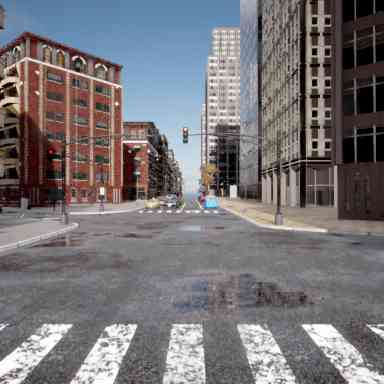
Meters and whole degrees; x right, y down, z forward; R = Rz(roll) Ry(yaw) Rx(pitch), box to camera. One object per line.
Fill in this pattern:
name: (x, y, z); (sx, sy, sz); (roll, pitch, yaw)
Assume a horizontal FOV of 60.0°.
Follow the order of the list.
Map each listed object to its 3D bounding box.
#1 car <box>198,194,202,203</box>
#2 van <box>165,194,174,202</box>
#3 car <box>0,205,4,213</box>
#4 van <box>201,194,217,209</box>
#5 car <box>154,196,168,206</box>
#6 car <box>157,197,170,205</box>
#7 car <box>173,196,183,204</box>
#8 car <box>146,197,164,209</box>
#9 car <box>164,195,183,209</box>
car: (2.567, 1.644, 67.985); (1.887, 1.381, 4.507); (0, 0, 0)
van: (-5.312, 1.474, 79.090); (1.690, 1.788, 3.998); (0, 0, 0)
car: (-23.599, 1.691, 38.540); (5.008, 1.535, 1.882); (-1, -1, 41)
van: (2.569, 1.386, 45.776); (1.690, 1.788, 3.998); (0, 0, 0)
car: (-5.312, 1.510, 56.882); (1.967, 1.590, 4.097); (0, 0, 0)
car: (-5.313, 1.650, 62.434); (1.947, 1.339, 4.313); (0, 0, 0)
car: (-2.775, 1.621, 66.420); (1.812, 1.442, 4.674); (0, 0, 1)
car: (-5.312, 1.570, 45.606); (1.752, 1.417, 4.829); (0, 0, 0)
car: (-2.813, 1.537, 45.966); (2.128, 1.511, 4.902); (0, 0, 2)
